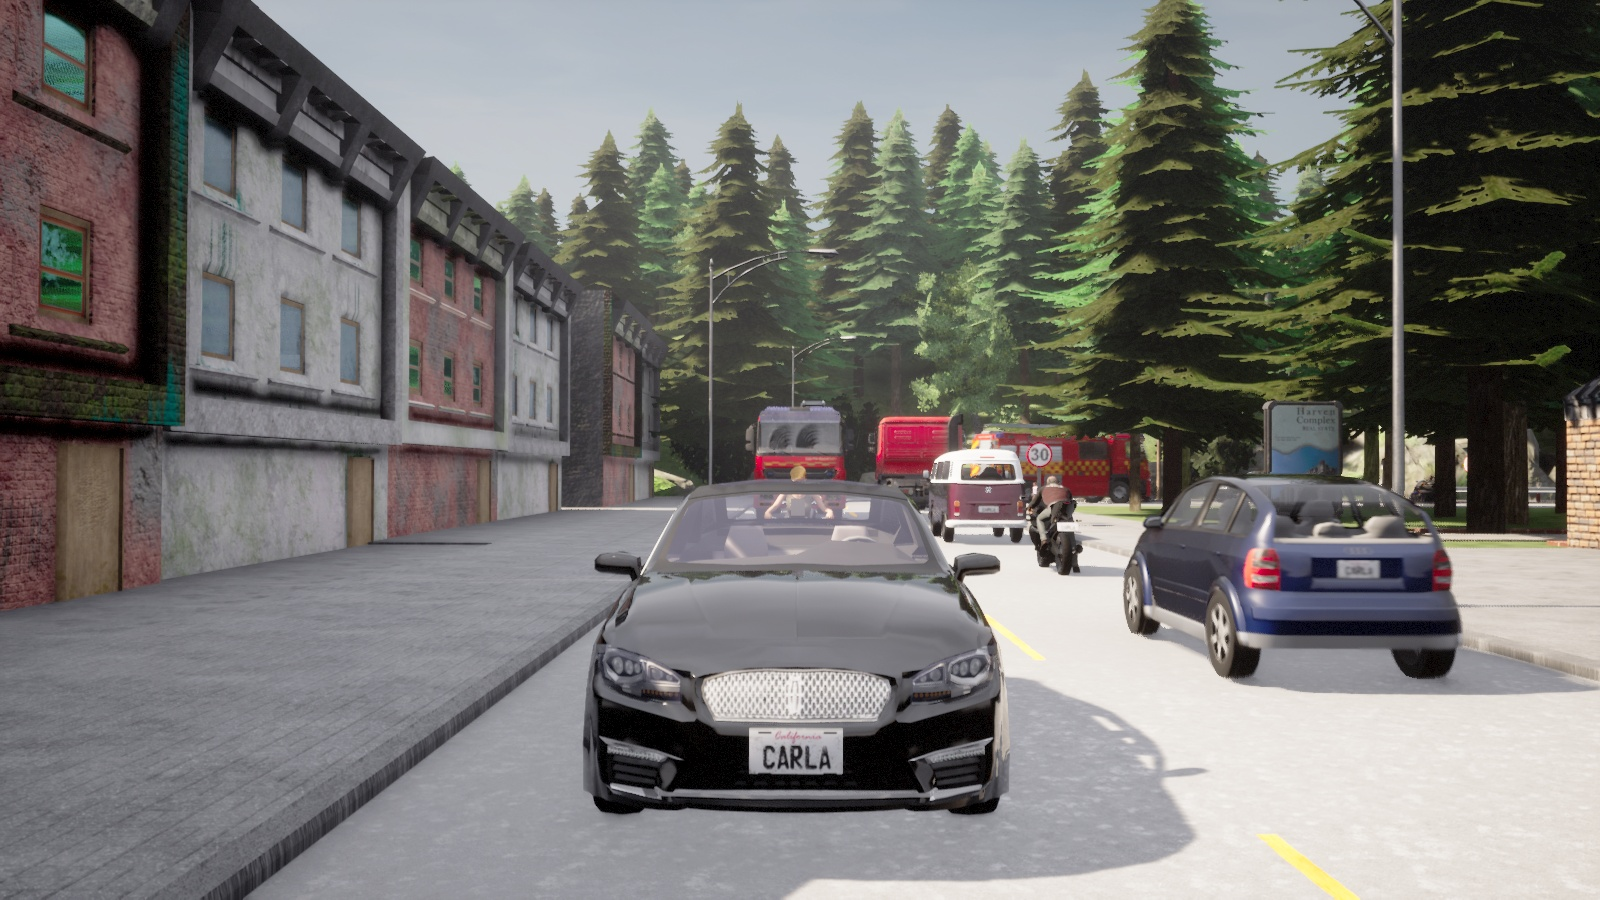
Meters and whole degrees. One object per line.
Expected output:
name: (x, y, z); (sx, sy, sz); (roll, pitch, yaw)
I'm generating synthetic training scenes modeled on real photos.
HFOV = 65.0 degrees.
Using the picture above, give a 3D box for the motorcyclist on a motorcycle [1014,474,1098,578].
motorcyclist on a motorcycle: (3.998, 1.156, 19.784); (0.866, 1.530, 2.191); (0, -1, 0)

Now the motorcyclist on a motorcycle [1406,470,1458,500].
motorcyclist on a motorcycle: (31.921, 1.756, 63.409); (2.191, 1.530, 0.866); (0, -1, 0)

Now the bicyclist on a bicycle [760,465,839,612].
bicyclist on a bicycle: (-0.007, 0.989, 14.613); (0.866, 1.612, 1.509); (0, -1, 0)

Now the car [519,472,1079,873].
car: (-0.008, 0.888, 7.238); (2.128, 1.511, 4.902); (0, -1, 0)

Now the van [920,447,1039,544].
van: (4.004, 0.992, 28.774); (2.069, 2.038, 4.480); (0, -1, 0)

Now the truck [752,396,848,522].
truck: (-0.018, 0.341, 42.390); (2.891, 3.827, 8.468); (0, -1, 0)

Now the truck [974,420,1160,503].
truck: (12.899, 0.592, 60.749); (8.468, 3.827, 2.891); (0, -1, -18)

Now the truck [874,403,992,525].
truck: (4.008, 0.462, 39.657); (2.891, 3.462, 7.936); (0, -1, 0)

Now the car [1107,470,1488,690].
car: (3.992, 0.953, 10.785); (1.789, 1.549, 3.705); (0, -1, 0)
